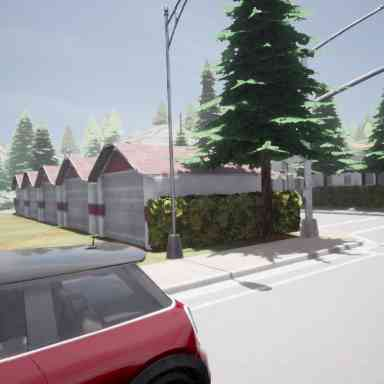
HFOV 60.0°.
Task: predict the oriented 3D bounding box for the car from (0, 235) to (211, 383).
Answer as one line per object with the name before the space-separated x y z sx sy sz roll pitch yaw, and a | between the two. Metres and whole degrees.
car | -2.108 1.355 2.491 4.553 1.767 2.097 -2 1 -36
